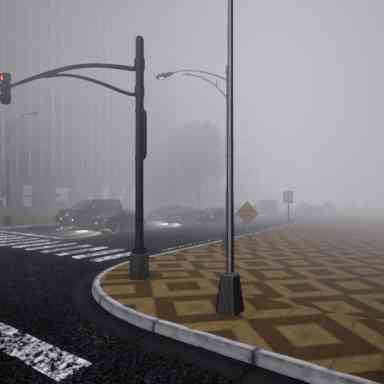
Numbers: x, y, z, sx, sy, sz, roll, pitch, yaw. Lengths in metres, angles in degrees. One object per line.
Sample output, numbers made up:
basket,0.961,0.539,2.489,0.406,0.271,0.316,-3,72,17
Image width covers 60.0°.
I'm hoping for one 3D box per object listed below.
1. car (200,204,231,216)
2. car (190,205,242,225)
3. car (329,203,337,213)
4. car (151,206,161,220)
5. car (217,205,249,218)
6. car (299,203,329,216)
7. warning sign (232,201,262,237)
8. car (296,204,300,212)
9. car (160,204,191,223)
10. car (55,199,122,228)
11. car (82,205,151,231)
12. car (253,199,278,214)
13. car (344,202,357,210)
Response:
car,3.045,2.279,42.031,1.895,1.301,4.718,0,-1,32
car,2.334,2.022,28.498,2.033,1.411,5.357,0,-1,33
car,21.782,2.537,53.016,1.837,1.490,4.892,0,-1,33
car,-2.429,2.001,33.509,1.837,1.490,4.892,0,-1,33
car,4.832,2.251,38.803,1.895,1.301,4.718,0,-1,33
car,16.492,2.406,44.678,2.033,1.411,5.357,0,-1,33
warning sign,3.088,1.454,18.560,1.300,1.860,1.060,1,1,33
car,18.092,2.472,53.098,1.882,1.535,5.008,0,-1,33
car,-0.626,2.033,30.310,1.994,1.385,4.181,0,-1,32
car,-7.607,1.547,25.440,2.150,2.045,5.566,0,-1,33
car,-5.157,1.883,23.243,1.994,1.385,4.181,0,-1,33
car,10.674,2.064,47.833,2.150,2.045,5.566,0,-1,33
car,31.436,2.770,65.959,1.801,1.575,5.366,0,-1,33
